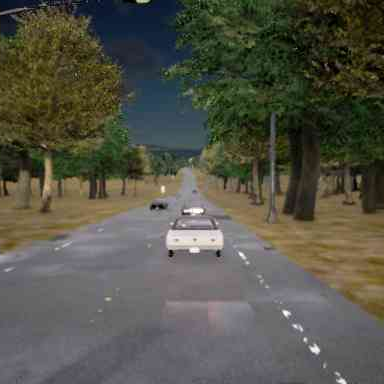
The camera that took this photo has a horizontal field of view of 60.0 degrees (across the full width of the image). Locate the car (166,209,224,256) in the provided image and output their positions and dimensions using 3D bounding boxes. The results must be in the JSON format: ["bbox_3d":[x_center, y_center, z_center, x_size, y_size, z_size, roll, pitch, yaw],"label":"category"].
[{"bbox_3d":[0.094,1.568,12.939,1.895,1.301,4.718,0,0,0],"label":"car"}]

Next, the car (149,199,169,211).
[{"bbox_3d":[-3.592,1.408,36.802,1.895,1.301,4.718,0,1,0],"label":"car"}]

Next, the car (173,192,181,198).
[{"bbox_3d":[-3.493,0.809,78.434,1.837,1.490,4.892,0,1,0],"label":"car"}]

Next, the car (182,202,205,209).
[{"bbox_3d":[0.096,1.480,28.201,1.895,1.301,4.718,0,0,0],"label":"car"}]
